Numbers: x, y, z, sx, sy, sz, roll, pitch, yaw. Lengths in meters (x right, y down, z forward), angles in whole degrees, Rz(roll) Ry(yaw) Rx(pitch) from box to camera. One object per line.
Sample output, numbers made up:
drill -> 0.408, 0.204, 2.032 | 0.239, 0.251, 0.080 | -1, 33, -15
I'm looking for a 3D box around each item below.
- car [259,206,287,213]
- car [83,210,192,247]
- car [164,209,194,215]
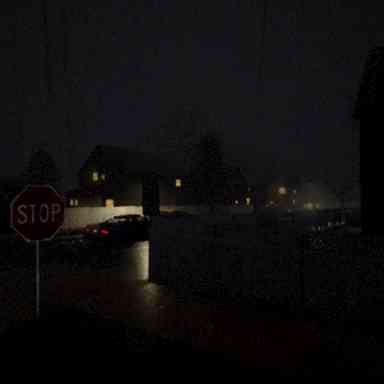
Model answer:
car -> 9.182, 2.361, 37.623 | 1.837, 1.490, 4.892 | -1, -2, 36
car -> -2.641, 1.819, 16.550 | 2.033, 1.411, 5.357 | -1, -2, 40
car -> -1.686, 1.908, 22.430 | 1.882, 1.535, 5.008 | -1, -2, 35
